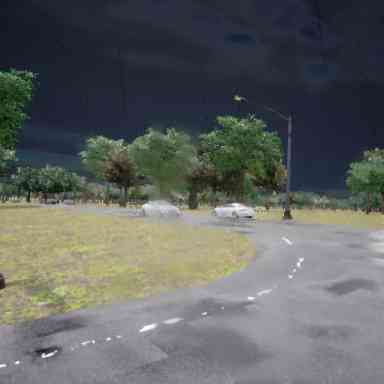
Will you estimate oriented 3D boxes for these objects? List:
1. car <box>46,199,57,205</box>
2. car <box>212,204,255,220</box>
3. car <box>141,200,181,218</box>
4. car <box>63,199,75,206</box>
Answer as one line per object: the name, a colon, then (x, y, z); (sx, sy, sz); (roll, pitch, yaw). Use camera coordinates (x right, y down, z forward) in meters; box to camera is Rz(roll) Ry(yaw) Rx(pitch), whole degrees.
car: (-30.189, 2.122, 71.369); (2.033, 1.411, 5.357); (3, -3, -27)
car: (3.838, 1.811, 31.247); (1.812, 1.442, 4.674); (4, -3, -35)
car: (-2.789, 1.459, 28.530); (1.812, 1.442, 4.674); (4, -3, -35)
car: (-29.028, 2.461, 78.306); (1.994, 1.385, 4.181); (4, -3, -35)
